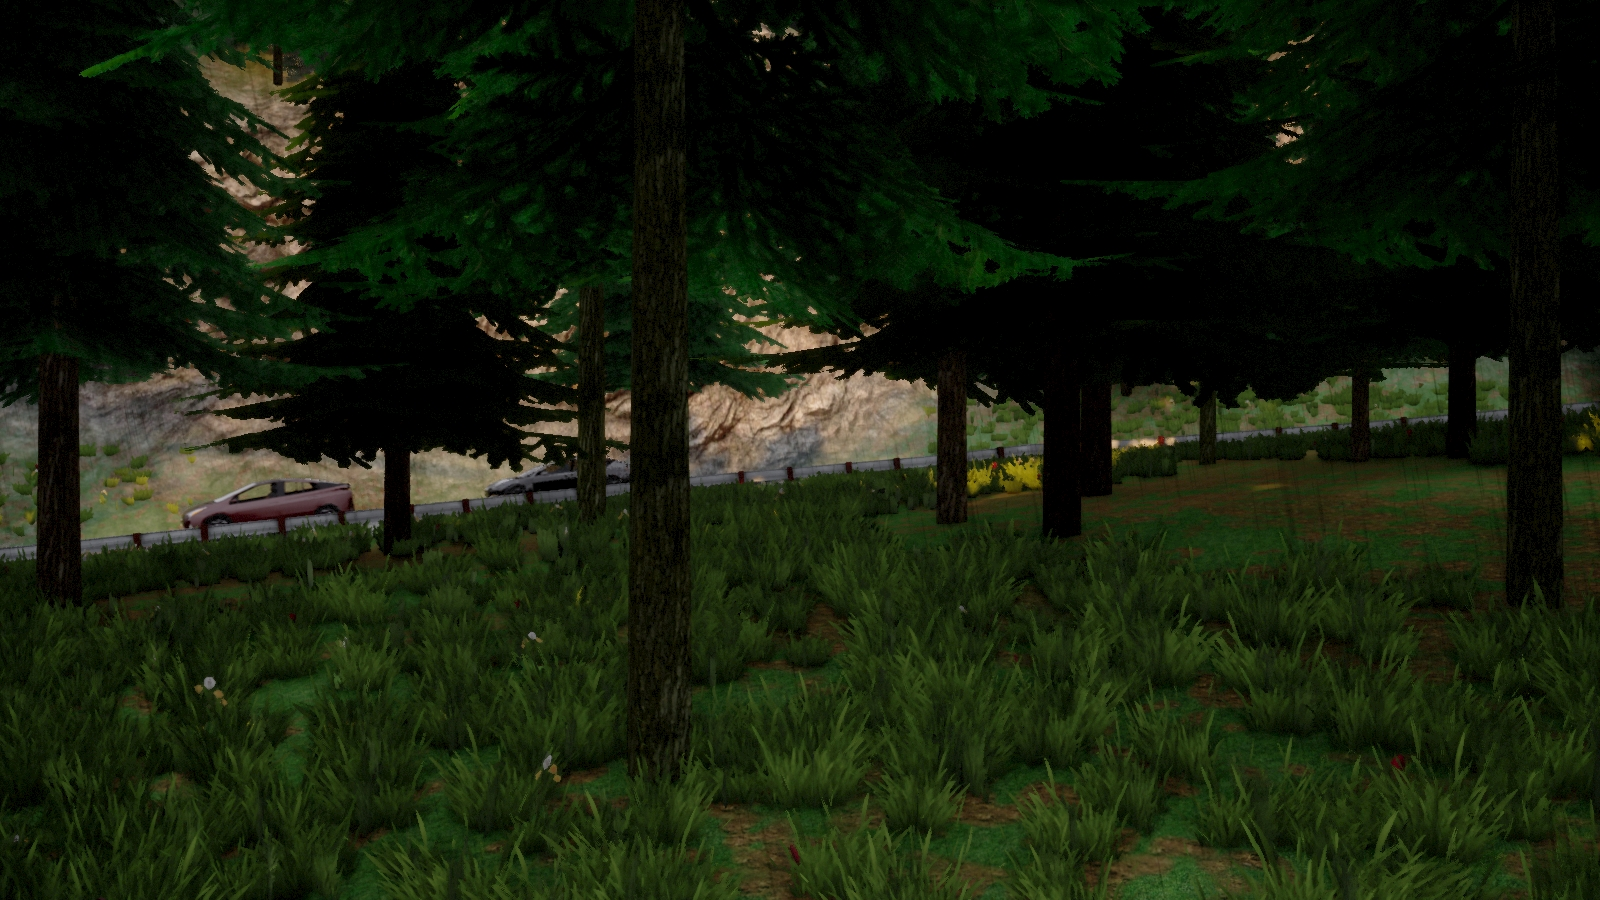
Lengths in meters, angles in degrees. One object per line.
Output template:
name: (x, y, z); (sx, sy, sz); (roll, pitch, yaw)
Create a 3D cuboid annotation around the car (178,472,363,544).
car: (-15.170, 1.611, 32.805); (4.514, 1.525, 2.007); (-5, 3, -31)
